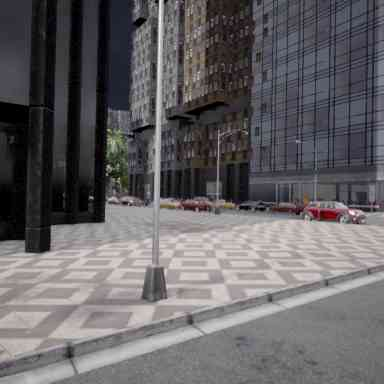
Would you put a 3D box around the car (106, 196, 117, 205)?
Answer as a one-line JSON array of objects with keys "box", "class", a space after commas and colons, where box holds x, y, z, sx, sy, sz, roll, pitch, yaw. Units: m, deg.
[{"box": [-12.358, 1.533, 54.473, 1.802, 1.307, 4.206, 2, -1, -35], "class": "car"}]

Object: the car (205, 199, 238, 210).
[{"box": [4.037, 1.695, 46.136, 1.752, 1.417, 4.829, 2, -1, -35], "class": "car"}]

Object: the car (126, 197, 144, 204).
[{"box": [-11.772, 1.742, 68.349, 1.947, 1.339, 4.313, 2, -1, -35], "class": "car"}]

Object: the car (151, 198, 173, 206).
[{"box": [-5.409, 1.727, 59.408, 2.008, 1.369, 4.403, 2, -1, -35], "class": "car"}]

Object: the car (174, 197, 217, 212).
[{"box": [0.370, 1.486, 36.589, 1.887, 1.381, 4.507, 2, -1, -35], "class": "car"}]

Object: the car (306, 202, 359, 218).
[{"box": [13.678, 1.726, 32.585, 1.947, 1.339, 4.313, 2, -1, -35], "class": "car"}]

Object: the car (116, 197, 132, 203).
[{"box": [-14.953, 1.742, 72.819, 1.947, 1.339, 4.313, 2, -1, -35], "class": "car"}]

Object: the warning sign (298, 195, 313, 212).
[{"box": [12.855, 1.339, 37.739, 1.300, 1.860, 1.060, 2, -1, -35], "class": "warning sign"}]

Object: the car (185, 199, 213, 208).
[{"box": [0.954, 1.724, 50.467, 2.008, 1.369, 4.403, 2, -1, -35], "class": "car"}]

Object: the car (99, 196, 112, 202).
[{"box": [-21.316, 1.757, 81.760, 1.802, 1.307, 4.206, 2, -1, -35], "class": "car"}]

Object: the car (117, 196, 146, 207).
[{"box": [-9.173, 1.390, 50.004, 1.967, 1.590, 4.097, 2, -1, -35], "class": "car"}]

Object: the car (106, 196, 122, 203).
[{"box": [-18.232, 1.701, 77.429, 1.752, 1.417, 4.829, 2, -1, -35], "class": "car"}]

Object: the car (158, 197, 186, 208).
[{"box": [-3.210, 1.594, 51.630, 2.128, 1.511, 4.902, 2, -1, -35], "class": "car"}]

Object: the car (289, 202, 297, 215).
[{"box": [10.699, 1.481, 26.672, 1.882, 1.535, 5.008, 2, -1, -36], "class": "car"}]

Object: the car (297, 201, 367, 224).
[{"box": [9.900, 1.371, 23.203, 1.967, 1.590, 4.097, 2, -1, -36], "class": "car"}]

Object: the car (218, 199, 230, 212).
[{"box": [1.810, 1.364, 39.173, 2.097, 1.767, 4.553, 2, -1, -35], "class": "car"}]

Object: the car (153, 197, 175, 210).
[{"box": [-2.713, 1.470, 40.922, 1.752, 1.417, 4.829, 2, -1, -35], "class": "car"}]

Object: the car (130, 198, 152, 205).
[{"box": [-9.296, 1.705, 60.105, 1.895, 1.301, 4.718, 2, -1, -35], "class": "car"}]

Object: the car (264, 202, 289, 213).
[{"box": [10.497, 1.745, 37.055, 1.802, 1.307, 4.206, 2, -1, -35], "class": "car"}]

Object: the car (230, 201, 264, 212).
[{"box": [7.316, 1.732, 41.526, 1.947, 1.339, 4.313, 2, -1, -35], "class": "car"}]

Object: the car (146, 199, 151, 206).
[{"box": [-8.820, 1.564, 54.267, 1.837, 1.490, 4.892, 2, -1, -35], "class": "car"}]
